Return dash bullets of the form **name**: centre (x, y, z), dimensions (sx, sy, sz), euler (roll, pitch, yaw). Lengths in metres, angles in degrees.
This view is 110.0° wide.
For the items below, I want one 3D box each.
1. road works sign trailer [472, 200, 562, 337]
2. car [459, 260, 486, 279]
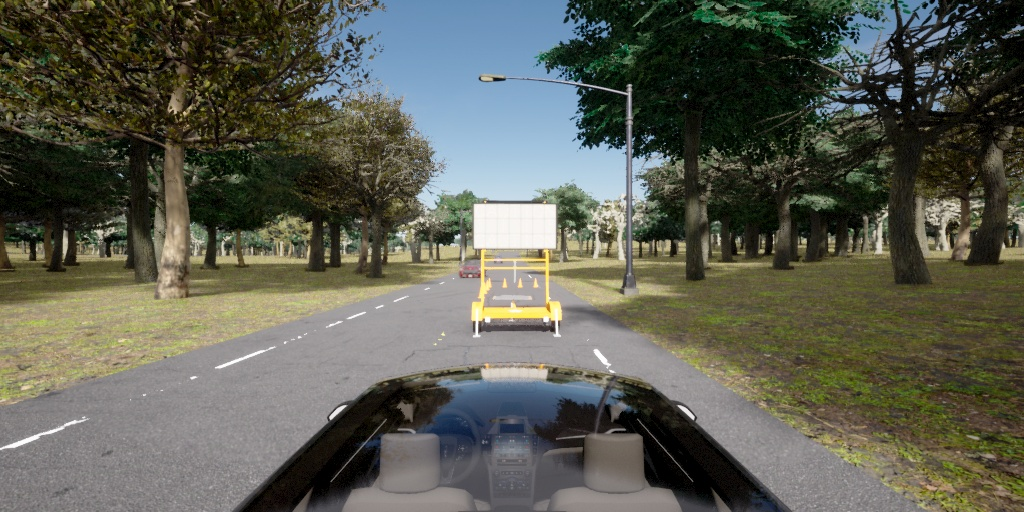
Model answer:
- **road works sign trailer**: centre (0.079, 0.221, 10.297), dimensions (2.380, 3.560, 2.880), euler (0, 0, -2)
- **car**: centre (-3.567, 1.137, 32.828), dimensions (2.097, 1.767, 4.553), euler (0, 0, 0)
